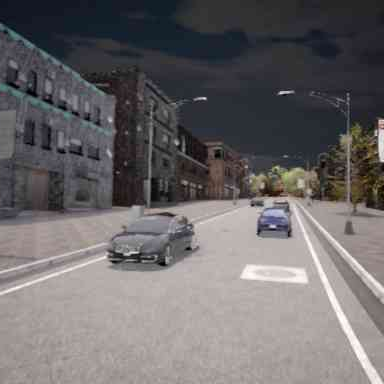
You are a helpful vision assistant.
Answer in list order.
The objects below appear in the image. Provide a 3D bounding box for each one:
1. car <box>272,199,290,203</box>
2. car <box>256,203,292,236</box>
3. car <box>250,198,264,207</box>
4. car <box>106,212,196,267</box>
[{"bbox_3d":[10.390,1.567,38.822,2.128,1.511,4.902,0,0,16],"label":"car"},{"bbox_3d":[4.798,1.609,19.313,1.812,1.442,4.674,0,0,16],"label":"car"},{"bbox_3d":[9.874,1.574,50.342,2.033,1.411,5.357,0,0,16],"label":"car"},{"bbox_3d":[-1.206,1.531,11.778,1.837,1.490,4.892,0,0,16],"label":"car"}]
